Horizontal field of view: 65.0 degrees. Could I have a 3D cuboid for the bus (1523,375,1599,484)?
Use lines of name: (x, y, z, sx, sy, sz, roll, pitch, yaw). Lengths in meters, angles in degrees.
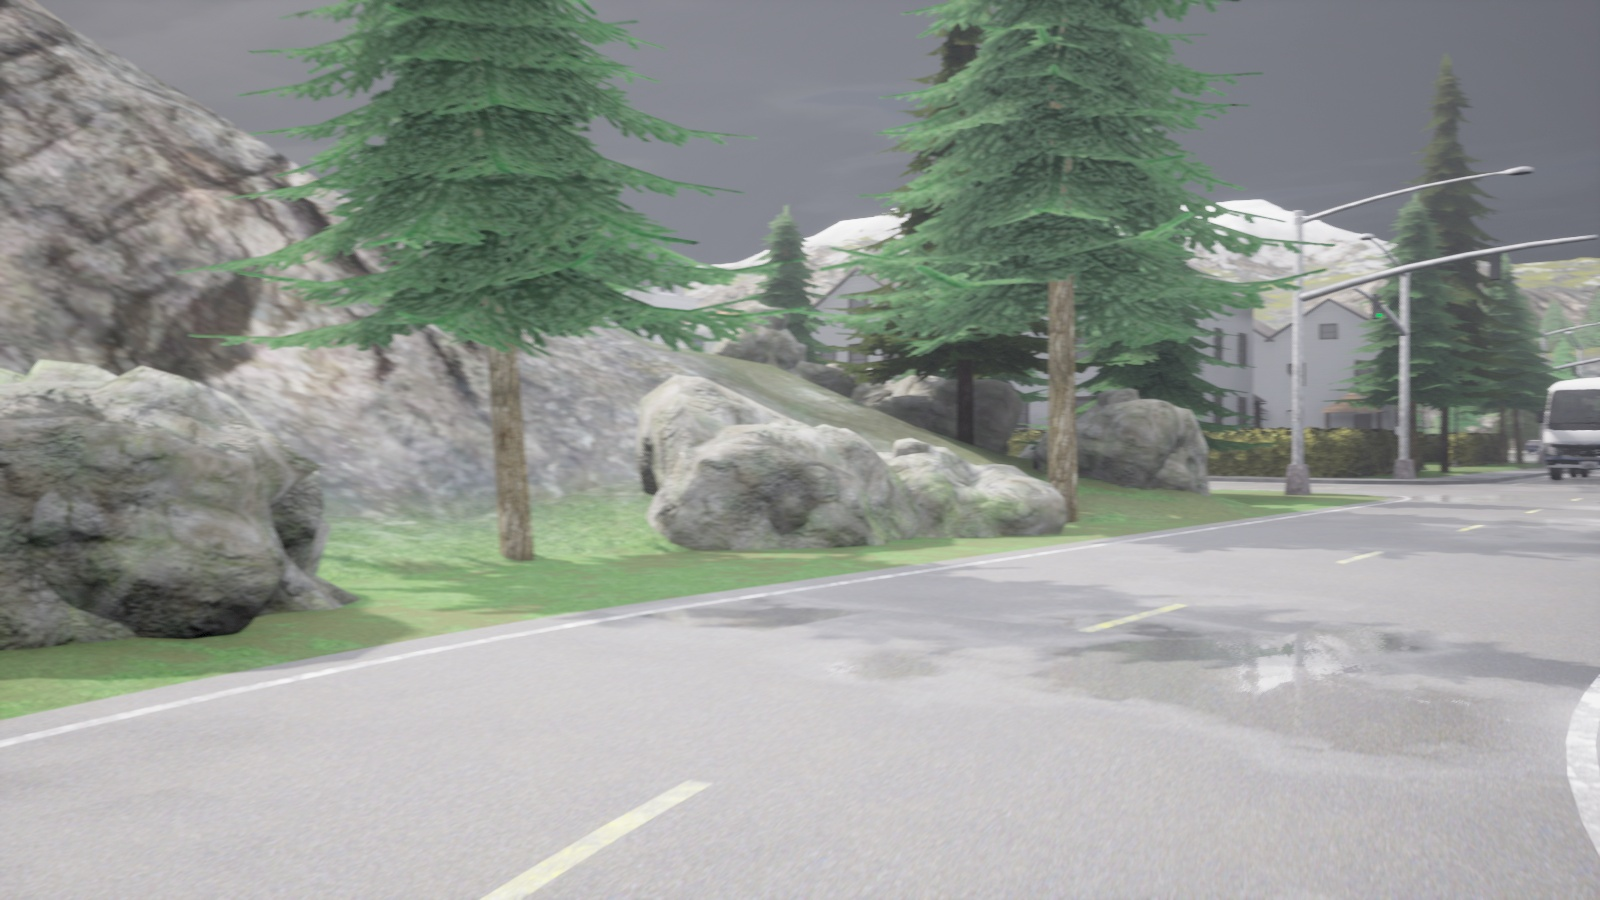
bus: (34.039, -0.825, 53.770, 3.944, 4.253, 10.273, 0, 0, 38)
